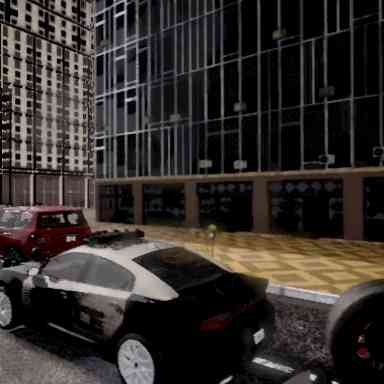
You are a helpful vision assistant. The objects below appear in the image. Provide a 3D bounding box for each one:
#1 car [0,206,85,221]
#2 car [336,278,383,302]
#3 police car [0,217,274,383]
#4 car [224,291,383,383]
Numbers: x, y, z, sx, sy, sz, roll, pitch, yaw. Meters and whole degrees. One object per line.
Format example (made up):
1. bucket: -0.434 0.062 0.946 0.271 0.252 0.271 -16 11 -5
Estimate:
1. car: -5.176 1.339 10.282 5.009 1.841 2.192 0 0 36
2. car: 4.029 1.453 3.681 4.097 1.590 1.967 0 -1 36
3. police car: -1.334 1.438 5.317 5.238 1.638 1.930 0 0 36
4. car: 2.975 1.203 0.936 5.566 2.045 2.150 -21 -4 17
